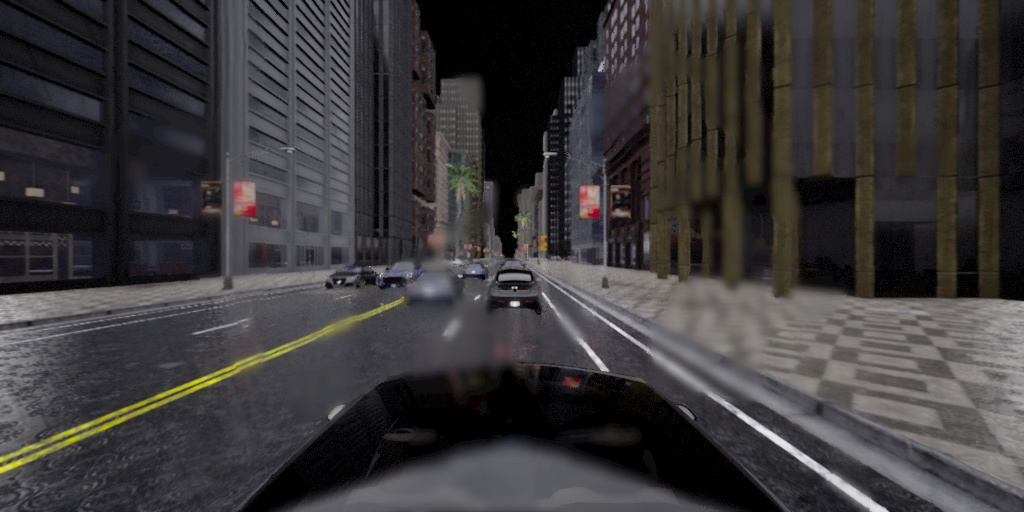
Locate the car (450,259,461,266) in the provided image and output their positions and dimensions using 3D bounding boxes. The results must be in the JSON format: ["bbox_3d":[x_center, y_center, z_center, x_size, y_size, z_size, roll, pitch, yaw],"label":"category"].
[{"bbox_3d":[-9.799,1.213,63.774,1.812,1.442,4.674,0,0,1],"label":"car"}]

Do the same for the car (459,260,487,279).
[{"bbox_3d":[-3.160,1.284,31.421,1.994,1.385,4.181,0,0,0],"label":"car"}]

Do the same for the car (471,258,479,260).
[{"bbox_3d":[-6.551,1.192,63.355,1.837,1.490,4.892,0,0,1],"label":"car"}]

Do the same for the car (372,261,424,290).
[{"bbox_3d":[-6.606,1.081,22.283,2.097,1.767,4.553,0,0,0],"label":"car"}]

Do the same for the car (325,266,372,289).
[{"bbox_3d":[-9.857,1.293,22.436,1.994,1.385,4.181,0,0,0],"label":"car"}]

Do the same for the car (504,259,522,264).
[{"bbox_3d":[0.090,1.072,30.571,2.097,1.767,4.553,0,0,0],"label":"car"}]

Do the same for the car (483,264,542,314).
[{"bbox_3d":[0.093,1.243,13.638,1.837,1.490,4.892,0,0,0],"label":"car"}]

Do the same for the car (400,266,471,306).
[{"bbox_3d":[-3.156,1.300,15.654,1.994,1.385,4.181,0,0,0],"label":"car"}]
